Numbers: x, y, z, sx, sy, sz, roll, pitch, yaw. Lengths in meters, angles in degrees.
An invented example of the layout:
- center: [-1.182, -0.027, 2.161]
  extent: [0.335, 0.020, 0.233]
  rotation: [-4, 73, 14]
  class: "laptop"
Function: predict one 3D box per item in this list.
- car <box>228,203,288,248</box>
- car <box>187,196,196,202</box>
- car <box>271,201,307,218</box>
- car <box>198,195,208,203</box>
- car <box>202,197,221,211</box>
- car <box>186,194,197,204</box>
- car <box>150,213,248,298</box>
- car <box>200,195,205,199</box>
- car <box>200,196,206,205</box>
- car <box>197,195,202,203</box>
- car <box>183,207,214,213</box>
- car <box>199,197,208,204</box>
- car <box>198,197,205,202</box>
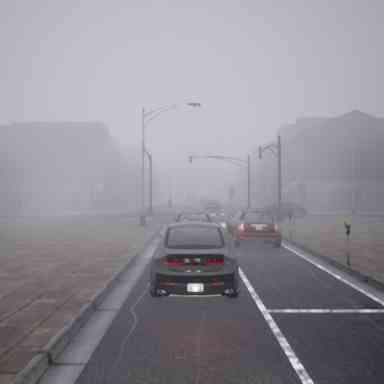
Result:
- center: [2.638, 1.449, 14.985]
  extent: [1.967, 1.590, 4.097]
  rotation: [2, 0, 0]
  class: "car"
- center: [-0.125, 1.775, 82.257]
  extent: [2.033, 1.411, 5.357]
  rotation: [0, -1, 0]
  class: "car"
- center: [7.742, 1.560, 29.867]
  extent: [4.892, 1.490, 1.837]
  rotation: [0, -2, 0]
  class: "car"
- center: [2.538, 1.693, 79.796]
  extent: [2.192, 1.841, 5.009]
  rotation: [1, -1, 0]
  class: "car"
- center: [2.592, 1.650, 41.732]
  extent: [1.947, 1.339, 4.313]
  rotation: [1, 0, 0]
  class: "car"
- center: [-0.109, 1.520, 71.861]
  extent: [2.150, 2.045, 5.566]
  rotation: [0, -1, 0]
  class: "car"
- center: [0.027, 1.507, 8.519]
  extent: [1.837, 1.490, 4.892]
  rotation: [0, 0, -1]
  class: "car"
- center: [2.576, 1.675, 52.775]
  extent: [1.752, 1.417, 4.829]
  rotation: [1, 0, 0]
  class: "car"
- center: [2.583, 1.680, 47.168]
  extent: [1.947, 1.339, 4.313]
  rotation: [1, 0, 0]
  class: "car"
- center: [2.558, 1.796, 63.480]
  extent: [1.947, 1.339, 4.313]
  rotation: [1, 0, 0]
  class: "car"
- center: [0.069, 1.611, 16.066]
  extent: [1.895, 1.301, 4.718]
  rotation: [0, 0, 0]
  class: "car"
- center: [2.542, 1.853, 74.526]
  extent: [1.752, 1.417, 4.829]
  rotation: [1, -1, 0]
  class: "car"
- center: [2.515, 2.074, 90.669]
  extent: [1.802, 1.307, 4.206]
  rotation: [1, -1, 0]
  class: "car"
